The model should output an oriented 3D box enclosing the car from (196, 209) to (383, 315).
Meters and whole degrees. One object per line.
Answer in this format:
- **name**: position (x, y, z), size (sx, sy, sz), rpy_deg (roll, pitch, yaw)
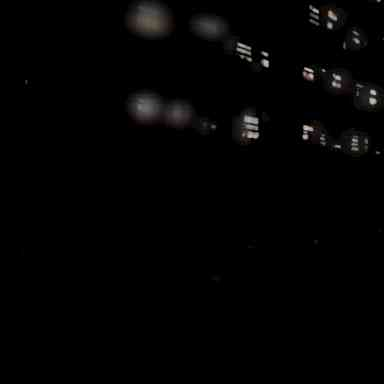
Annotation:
- **car**: position (2.495, 1.375, 7.875), size (5.009, 1.841, 2.192), rpy_deg (1, 0, -35)
